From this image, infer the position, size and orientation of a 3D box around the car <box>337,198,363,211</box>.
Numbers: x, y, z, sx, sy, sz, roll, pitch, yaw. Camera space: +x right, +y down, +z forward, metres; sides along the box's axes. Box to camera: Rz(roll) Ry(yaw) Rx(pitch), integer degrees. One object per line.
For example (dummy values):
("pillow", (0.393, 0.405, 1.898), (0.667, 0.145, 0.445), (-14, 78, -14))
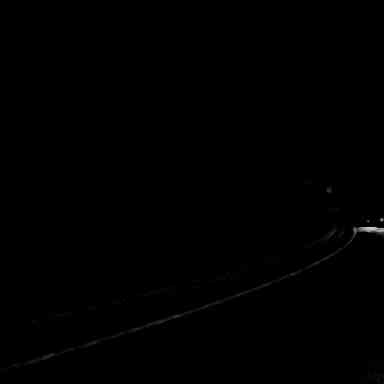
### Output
("car", (18.024, 1.366, 37.220), (1.812, 1.442, 4.674), (1, 0, -1))

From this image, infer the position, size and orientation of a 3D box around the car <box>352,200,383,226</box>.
("car", (12.076, 1.466, 21.921), (1.994, 1.385, 4.181), (0, 0, 19))
